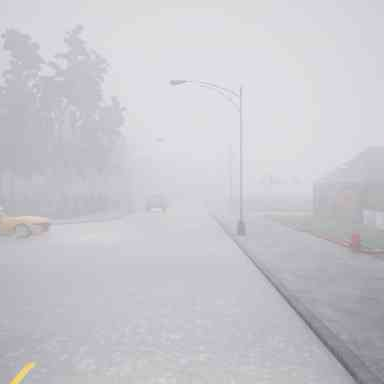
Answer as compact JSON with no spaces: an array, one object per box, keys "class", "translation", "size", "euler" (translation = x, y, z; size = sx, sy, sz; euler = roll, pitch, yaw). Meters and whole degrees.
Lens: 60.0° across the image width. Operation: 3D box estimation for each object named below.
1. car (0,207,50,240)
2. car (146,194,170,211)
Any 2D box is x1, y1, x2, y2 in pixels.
[{"class":"car","translation":[-9.618,1.478,16.244],"size":[5.008,1.535,1.882],"euler":[0,0,-5]},{"class":"car","translation":[-4.227,1.221,40.326],"size":[2.150,2.045,5.566],"euler":[0,0,0]}]
